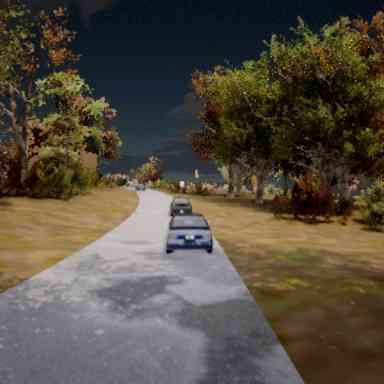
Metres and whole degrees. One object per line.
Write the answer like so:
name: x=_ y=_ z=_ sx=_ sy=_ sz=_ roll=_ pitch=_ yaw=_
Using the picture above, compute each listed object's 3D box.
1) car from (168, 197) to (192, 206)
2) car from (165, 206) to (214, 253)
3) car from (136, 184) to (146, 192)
car: x=-1.030 y=1.233 z=29.362 sx=1.837 sy=1.490 sz=4.892 roll=0 pitch=2 yaw=-5
car: x=-0.144 y=1.584 z=14.024 sx=2.033 sy=1.411 sz=5.357 roll=0 pitch=1 yaw=-2
car: x=-10.899 y=-0.884 z=70.738 sx=1.837 sy=1.490 sz=4.892 roll=2 pitch=2 yaw=-14
